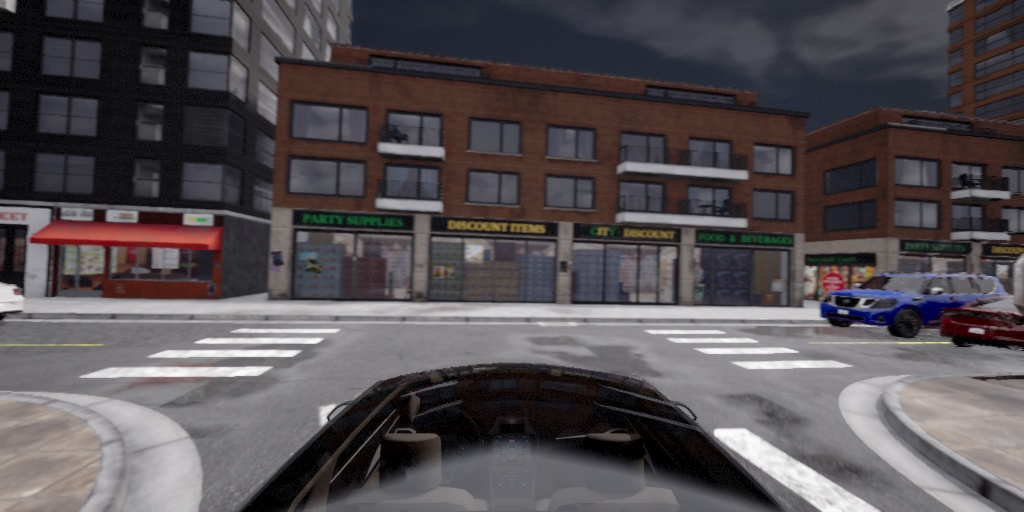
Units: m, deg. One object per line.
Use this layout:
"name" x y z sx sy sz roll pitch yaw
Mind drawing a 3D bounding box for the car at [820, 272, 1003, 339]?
"car" 13.562 1.571 12.119 5.566 2.045 2.150 2 -1 -8

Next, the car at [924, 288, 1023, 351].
"car" 13.870 1.768 9.176 5.008 1.535 1.882 2 -1 -8

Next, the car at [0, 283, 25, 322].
"car" -14.279 0.945 8.035 4.674 1.442 1.812 2 -1 -8
